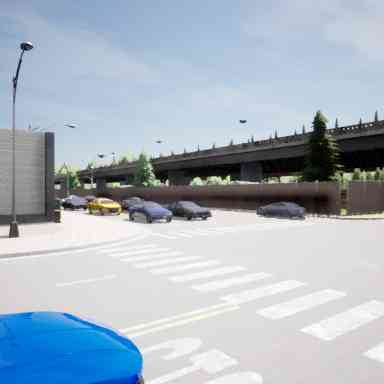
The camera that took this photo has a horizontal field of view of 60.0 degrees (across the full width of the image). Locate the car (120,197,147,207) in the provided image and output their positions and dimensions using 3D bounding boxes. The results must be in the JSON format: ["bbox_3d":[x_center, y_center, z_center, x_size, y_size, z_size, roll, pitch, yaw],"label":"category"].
[{"bbox_3d":[-9.255,1.492,51.814,2.033,1.411,5.357,0,0,-36],"label":"car"}]

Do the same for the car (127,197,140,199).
[{"bbox_3d":[-6.199,1.545,35.169,1.895,1.301,4.718,0,0,-36],"label":"car"}]

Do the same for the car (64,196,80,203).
[{"bbox_3d":[-23.772,1.469,65.932,1.812,1.442,4.674,0,0,-36],"label":"car"}]

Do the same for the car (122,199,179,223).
[{"bbox_3d":[-3.231,1.470,24.996,1.812,1.442,4.674,0,0,-36],"label":"car"}]

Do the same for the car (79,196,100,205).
[{"bbox_3d":[-17.845,1.422,57.813,1.882,1.535,5.008,0,0,-36],"label":"car"}]

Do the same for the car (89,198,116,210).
[{"bbox_3d":[-11.454,1.470,42.542,1.812,1.442,4.674,0,0,-36],"label":"car"}]

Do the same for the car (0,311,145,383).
[{"bbox_3d":[-2.651,1.478,1.883,5.008,1.535,1.882,0,0,-36],"label":"car"}]

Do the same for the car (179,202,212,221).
[{"bbox_3d":[-0.629,1.492,27.367,2.033,1.411,5.357,0,0,-36],"label":"car"}]

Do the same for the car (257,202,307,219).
[{"bbox_3d":[7.551,1.505,28.257,1.994,1.385,4.181,0,0,-37],"label":"car"}]

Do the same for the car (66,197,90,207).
[{"bbox_3d":[-17.486,1.492,50.986,2.033,1.411,5.357,0,0,-35],"label":"car"}]

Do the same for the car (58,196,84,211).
[{"bbox_3d":[-14.294,1.492,40.480,2.033,1.411,5.357,0,0,-35],"label":"car"}]

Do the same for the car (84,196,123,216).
[{"bbox_3d":[-8.597,1.422,32.501,1.882,1.535,5.008,0,0,-36],"label":"car"}]
